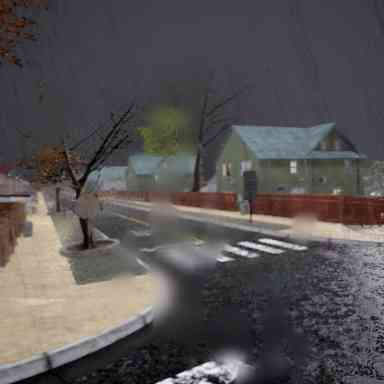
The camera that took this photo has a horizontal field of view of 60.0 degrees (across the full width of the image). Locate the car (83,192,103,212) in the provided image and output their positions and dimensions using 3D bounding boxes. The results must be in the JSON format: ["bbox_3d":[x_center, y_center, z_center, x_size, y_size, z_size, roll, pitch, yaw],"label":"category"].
[{"bbox_3d":[-11.389,1.036,36.927,2.150,2.045,5.566,-3,2,-24],"label":"car"}]
